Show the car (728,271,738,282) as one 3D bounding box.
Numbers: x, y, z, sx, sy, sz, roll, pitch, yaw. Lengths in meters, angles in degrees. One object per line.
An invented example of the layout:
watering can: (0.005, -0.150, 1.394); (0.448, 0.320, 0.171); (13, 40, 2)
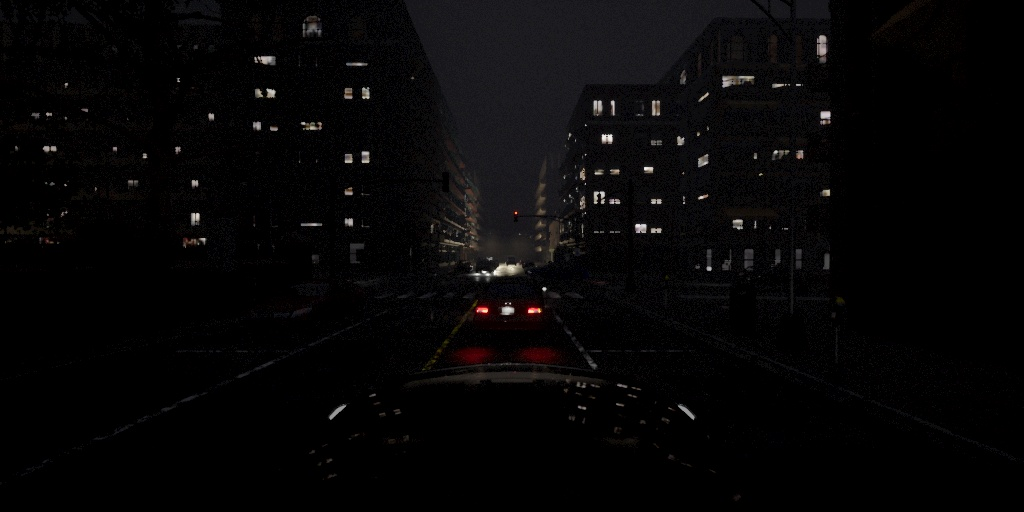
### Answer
car: (21.305, 1.570, 31.465); (4.097, 1.591, 1.967); (0, 0, -1)

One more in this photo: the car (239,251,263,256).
car: (-17.597, 0.694, 25.126); (5.566, 2.045, 2.150); (1, 0, -1)

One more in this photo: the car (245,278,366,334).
car: (-5.710, 1.331, 10.547); (1.802, 1.307, 4.207); (0, 0, 0)

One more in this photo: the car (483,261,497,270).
car: (-3.211, 1.348, 53.185); (1.895, 1.301, 4.718); (0, 0, 0)

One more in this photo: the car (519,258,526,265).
car: (2.556, 1.298, 54.252); (2.007, 1.370, 4.403); (0, 0, 0)

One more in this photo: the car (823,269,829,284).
car: (26.978, 1.813, 31.549); (4.207, 1.307, 1.802); (0, 0, -1)

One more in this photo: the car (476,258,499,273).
car: (-3.175, 1.295, 43.235); (2.033, 1.411, 5.357); (0, 0, 4)

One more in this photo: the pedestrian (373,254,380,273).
pedestrian: (-12.794, 0.651, 33.932); (0.375, 1.860, 0.375); (0, -1, -1)

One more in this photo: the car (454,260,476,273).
car: (-5.794, 1.187, 42.958); (1.967, 1.591, 4.097); (0, 0, 0)

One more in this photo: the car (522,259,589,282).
car: (3.563, 1.246, 28.645); (5.008, 1.535, 1.882); (1, 0, -1)

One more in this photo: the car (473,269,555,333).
car: (0.056, 1.296, 10.759); (2.033, 1.411, 5.357); (0, 0, 3)

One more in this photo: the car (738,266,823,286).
car: (21.537, 1.640, 28.905); (4.902, 1.511, 2.128); (1, 0, -1)
